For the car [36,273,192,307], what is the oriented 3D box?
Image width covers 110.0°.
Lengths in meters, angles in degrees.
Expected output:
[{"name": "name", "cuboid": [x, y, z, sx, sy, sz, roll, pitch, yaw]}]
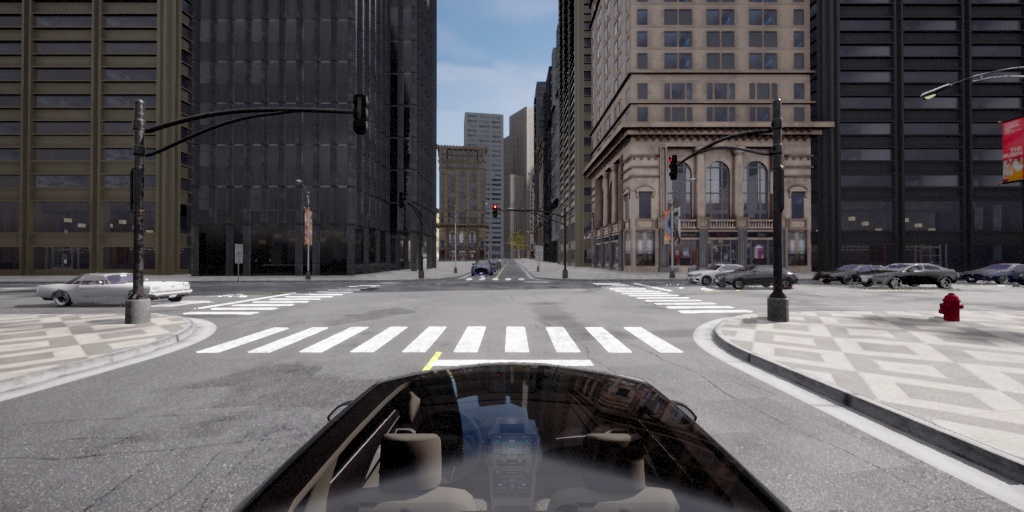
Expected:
[{"name": "car", "cuboid": [-16.375, 1.365, 14.983, 4.718, 1.301, 1.895, 0, 0, 0]}]

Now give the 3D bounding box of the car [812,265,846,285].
[{"name": "car", "cuboid": [24.220, 1.259, 24.968, 5.357, 1.411, 2.033, 0, 0, 0]}]

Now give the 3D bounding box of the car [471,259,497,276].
[{"name": "car", "cuboid": [-3.046, 1.141, 37.614, 2.097, 1.767, 4.553, 0, 0, 0]}]

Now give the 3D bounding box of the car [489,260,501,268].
[{"name": "car", "cuboid": [-3.028, 1.422, 65.384, 1.994, 1.385, 4.181, 0, 0, 0]}]

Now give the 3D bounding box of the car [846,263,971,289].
[{"name": "car", "cuboid": [23.813, 1.180, 21.717, 4.902, 1.511, 2.128, 0, 0, 0]}]

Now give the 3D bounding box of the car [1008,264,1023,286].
[{"name": "car", "cuboid": [33.685, 1.229, 21.717, 4.181, 1.385, 1.994, 0, 0, 0]}]

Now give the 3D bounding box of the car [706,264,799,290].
[{"name": "car", "cuboid": [14.703, 1.237, 21.703, 4.674, 1.442, 1.812, 0, 0, -1]}]

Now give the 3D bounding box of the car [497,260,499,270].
[{"name": "car", "cuboid": [-3.056, 1.372, 46.386, 1.994, 1.385, 4.181, 0, 0, 0]}]

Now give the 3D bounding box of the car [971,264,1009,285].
[{"name": "car", "cuboid": [34.648, 1.234, 24.975, 5.357, 1.411, 2.033, 0, 0, -1]}]

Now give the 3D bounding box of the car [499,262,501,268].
[{"name": "car", "cuboid": [-3.052, 1.394, 55.417, 1.994, 1.385, 4.181, 0, 0, 0]}]

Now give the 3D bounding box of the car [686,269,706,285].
[{"name": "car", "cuboid": [14.638, 1.261, 24.963, 4.674, 1.442, 1.812, 0, 0, 0]}]
